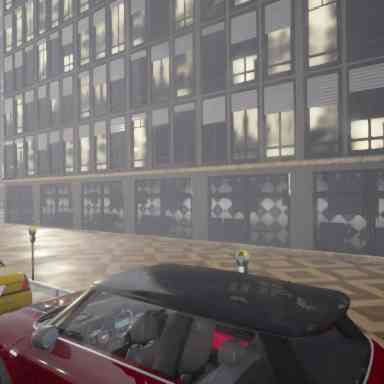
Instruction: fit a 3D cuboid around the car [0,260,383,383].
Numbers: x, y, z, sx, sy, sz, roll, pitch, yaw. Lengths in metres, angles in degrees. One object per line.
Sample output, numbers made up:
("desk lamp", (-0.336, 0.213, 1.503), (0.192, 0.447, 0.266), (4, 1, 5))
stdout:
("car", (-0.368, 1.441, 3.157), (4.097, 1.590, 1.967), (0, -1, 36))
